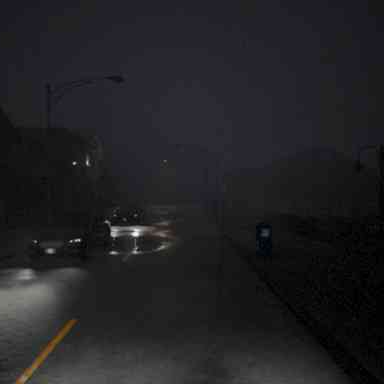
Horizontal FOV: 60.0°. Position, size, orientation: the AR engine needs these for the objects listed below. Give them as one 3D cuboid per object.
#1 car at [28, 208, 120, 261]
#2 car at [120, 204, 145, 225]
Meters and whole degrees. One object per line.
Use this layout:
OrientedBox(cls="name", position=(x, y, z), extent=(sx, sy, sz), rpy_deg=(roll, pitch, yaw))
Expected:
OrientedBox(cls="car", position=(-4.354, 1.534, 12.533), extent=(2.128, 1.511, 4.902), rpy_deg=(0, 0, -1))
OrientedBox(cls="car", position=(-4.620, 1.609, 24.841), extent=(1.812, 1.442, 4.674), rpy_deg=(0, 0, -1))
